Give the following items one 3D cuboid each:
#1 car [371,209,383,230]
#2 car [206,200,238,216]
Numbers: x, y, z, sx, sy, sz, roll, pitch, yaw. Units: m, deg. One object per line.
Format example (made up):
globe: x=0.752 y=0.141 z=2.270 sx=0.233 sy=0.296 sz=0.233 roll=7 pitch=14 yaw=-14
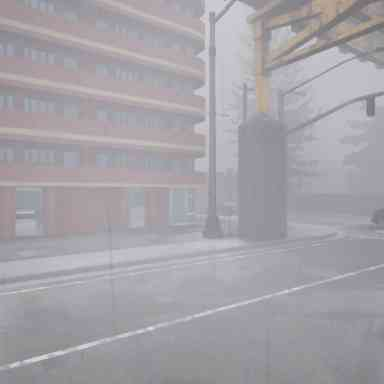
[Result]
car: x=12.457 y=1.485 z=18.388 sx=2.128 sy=1.511 sz=4.902 roll=0 pitch=0 yaw=-23
car: x=3.290 y=1.553 z=32.748 sx=1.812 sy=1.442 sz=4.674 roll=0 pitch=0 yaw=-36
